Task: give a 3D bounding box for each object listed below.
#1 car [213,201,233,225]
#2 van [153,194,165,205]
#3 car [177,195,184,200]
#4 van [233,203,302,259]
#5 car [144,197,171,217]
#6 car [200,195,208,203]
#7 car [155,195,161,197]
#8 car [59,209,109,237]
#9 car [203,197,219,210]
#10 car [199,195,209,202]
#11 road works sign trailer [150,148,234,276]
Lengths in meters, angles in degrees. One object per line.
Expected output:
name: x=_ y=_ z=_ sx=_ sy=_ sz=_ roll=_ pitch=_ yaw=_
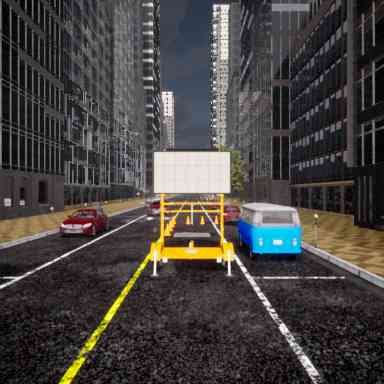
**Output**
car: x=2.698 y=1.576 z=23.671 sx=1.802 sy=1.307 sz=4.206 roll=0 pitch=0 yaw=0
van: x=-5.670 y=1.316 z=57.833 sx=1.690 sy=1.788 sz=3.998 roll=0 pitch=0 yaw=0
car: x=-2.972 y=1.467 z=87.729 sx=2.033 sy=1.411 sz=5.357 roll=0 pitch=0 yaw=0
van: x=2.694 y=1.338 z=12.287 sx=1.690 sy=1.788 sz=3.998 roll=0 pitch=0 yaw=0
car: x=-3.089 y=1.518 z=31.637 sx=1.812 sy=1.442 sz=4.674 roll=0 pitch=0 yaw=0
car: x=2.708 y=1.532 z=52.134 sx=2.008 sy=1.369 sz=4.403 roll=0 pitch=0 yaw=0
car: x=-5.675 y=1.538 z=46.448 sx=2.008 sy=1.369 sz=4.403 roll=0 pitch=0 yaw=0
car: x=-5.685 y=1.578 z=17.985 sx=1.802 sy=1.307 sz=4.206 roll=0 pitch=0 yaw=0
car: x=2.704 y=1.572 z=40.749 sx=1.802 sy=1.307 sz=4.206 roll=0 pitch=0 yaw=0
car: x=2.716 y=1.384 z=74.904 sx=1.967 sy=1.590 sz=4.097 roll=0 pitch=0 yaw=0
road works sign trailer: x=0.003 y=0.462 z=10.307 sx=2.380 sy=3.560 sz=2.880 roll=0 pitch=0 yaw=0
